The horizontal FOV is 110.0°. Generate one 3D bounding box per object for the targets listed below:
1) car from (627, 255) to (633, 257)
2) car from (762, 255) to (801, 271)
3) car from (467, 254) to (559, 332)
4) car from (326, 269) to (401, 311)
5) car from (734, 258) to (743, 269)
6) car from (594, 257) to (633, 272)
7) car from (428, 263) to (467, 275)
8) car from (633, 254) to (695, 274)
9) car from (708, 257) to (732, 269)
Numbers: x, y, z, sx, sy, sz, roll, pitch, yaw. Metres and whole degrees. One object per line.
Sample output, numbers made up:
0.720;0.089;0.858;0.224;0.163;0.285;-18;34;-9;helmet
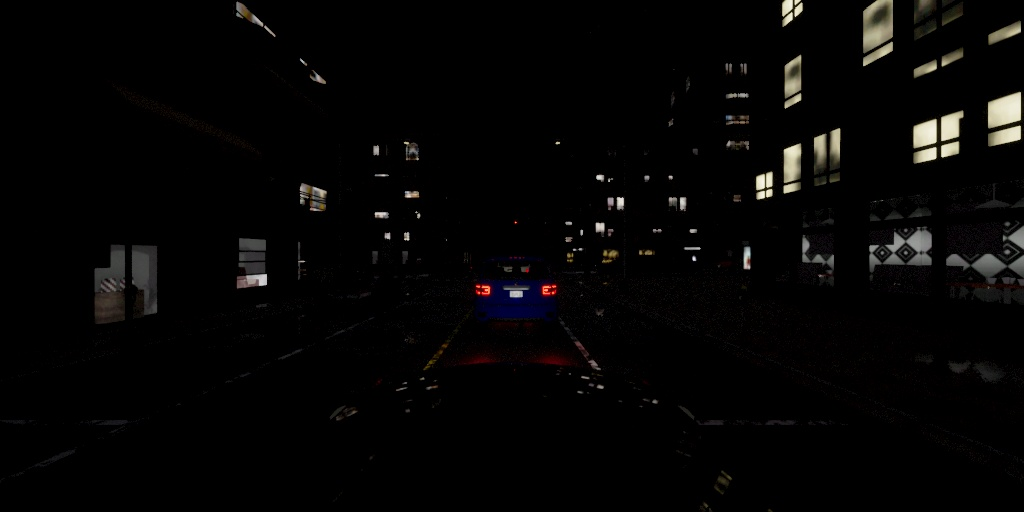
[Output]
14.589;0.764;42.737;5.009;1.841;2.192;0;0;0;car
25.815;0.822;34.451;4.313;1.339;1.948;0;0;0;car
0.101;0.971;10.979;2.150;2.045;5.566;0;0;0;car
-5.736;1.332;14.384;1.802;1.307;4.207;0;0;0;car
28.039;0.680;40.258;5.008;1.535;1.882;-1;0;0;car
11.622;1.110;40.015;4.718;1.301;1.895;-1;0;-3;car
-6.878;1.451;39.966;4.718;1.301;1.895;-1;0;0;car
14.721;0.778;34.358;5.009;1.841;2.192;0;0;0;car
25.681;0.824;42.831;4.207;1.307;1.802;0;0;0;car
